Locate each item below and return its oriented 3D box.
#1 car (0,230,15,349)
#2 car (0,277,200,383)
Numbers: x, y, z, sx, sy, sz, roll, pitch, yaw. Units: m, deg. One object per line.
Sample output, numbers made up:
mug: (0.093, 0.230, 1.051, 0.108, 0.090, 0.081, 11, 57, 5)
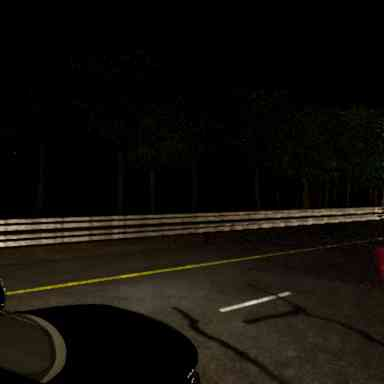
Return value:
car: (-5.217, 1.472, 4.322, 4.902, 1.511, 2.128, 1, 0, -36)
car: (-2.201, 1.471, 2.177, 5.008, 1.535, 1.882, 1, -1, -36)
